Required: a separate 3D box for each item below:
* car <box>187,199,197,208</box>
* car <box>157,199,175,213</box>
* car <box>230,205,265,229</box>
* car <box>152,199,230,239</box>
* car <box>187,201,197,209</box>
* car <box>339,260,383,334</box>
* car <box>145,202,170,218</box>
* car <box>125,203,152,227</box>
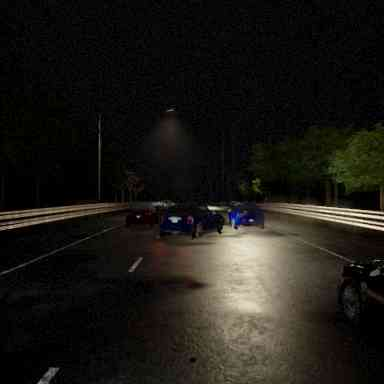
[{"bbox_3d":[-0.037,2.596,77.763,2.150,2.045,5.566,0,-2,0],"label":"car"},{"bbox_3d":[-3.523,1.893,45.991,2.097,1.767,4.553,0,-1,0],"label":"car"},{"bbox_3d":[3.591,1.614,22.631,1.882,1.535,5.008,0,-1,0],"label":"car"},{"bbox_3d":[0.119,1.439,18.040,2.097,1.767,4.553,-1,-1,27],"label":"car"},{"bbox_3d":[0.045,2.477,63.232,1.812,1.442,4.674,0,-2,0],"label":"car"},{"bbox_3d":[3.597,1.497,4.156,2.128,1.511,4.902,0,0,0],"label":"car"},{"bbox_3d":[-3.517,1.819,35.018,2.128,1.511,4.902,0,-1,0],"label":"car"},{"bbox_3d":[-3.512,1.658,24.044,2.163,1.488,4.792,0,-1,0],"label":"car"}]
